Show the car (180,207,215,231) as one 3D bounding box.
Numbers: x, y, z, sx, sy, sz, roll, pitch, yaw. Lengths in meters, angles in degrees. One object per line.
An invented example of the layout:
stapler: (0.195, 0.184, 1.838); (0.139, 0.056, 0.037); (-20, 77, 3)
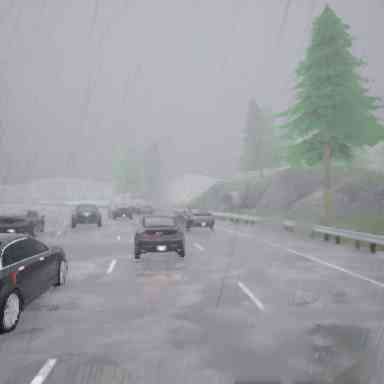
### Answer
car: (0.076, 1.775, 22.634); (2.128, 1.511, 4.902); (0, -1, -15)

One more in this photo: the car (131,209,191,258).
car: (-1.452, 1.682, 13.674); (1.837, 1.490, 4.892); (0, -1, -10)

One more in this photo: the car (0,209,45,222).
car: (-9.866, 1.784, 19.404); (1.837, 1.490, 4.892); (0, -1, -15)

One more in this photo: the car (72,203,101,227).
car: (-8.291, 1.708, 26.054); (2.097, 1.767, 4.553); (0, -1, -19)

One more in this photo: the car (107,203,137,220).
car: (-7.188, 1.942, 32.872); (1.837, 1.490, 4.892); (0, -1, -23)

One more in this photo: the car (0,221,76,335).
car: (-4.011, 1.606, 6.816); (1.837, 1.490, 4.892); (0, -1, -5)

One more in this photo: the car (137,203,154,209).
car: (-5.859, 1.992, 38.254); (2.128, 1.511, 4.902); (0, -1, -26)
